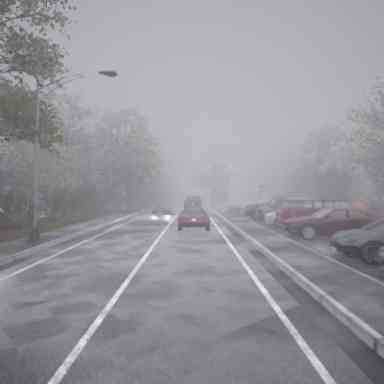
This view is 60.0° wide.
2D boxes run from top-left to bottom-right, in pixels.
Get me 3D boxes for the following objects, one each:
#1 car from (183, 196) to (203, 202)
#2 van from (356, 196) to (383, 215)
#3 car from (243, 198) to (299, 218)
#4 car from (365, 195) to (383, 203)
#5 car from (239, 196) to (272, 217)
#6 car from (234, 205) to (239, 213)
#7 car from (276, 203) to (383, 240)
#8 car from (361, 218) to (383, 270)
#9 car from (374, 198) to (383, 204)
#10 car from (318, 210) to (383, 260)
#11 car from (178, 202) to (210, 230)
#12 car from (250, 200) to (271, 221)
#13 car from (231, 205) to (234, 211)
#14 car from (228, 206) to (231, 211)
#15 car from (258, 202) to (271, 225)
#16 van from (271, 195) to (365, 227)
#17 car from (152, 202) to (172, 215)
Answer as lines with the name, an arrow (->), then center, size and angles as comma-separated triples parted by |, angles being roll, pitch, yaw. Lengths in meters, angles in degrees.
car -> 0.128, 1.457, 40.550 | 2.150, 2.045, 5.566 | 0, -1, 0
van -> 20.304, 1.397, 35.801 | 4.442, 1.987, 1.878 | 0, -1, 0
car -> 7.131, 1.446, 30.371 | 4.553, 1.767, 2.185 | 0, 0, 0
car -> 20.210, 1.339, 32.910 | 5.566, 2.045, 2.435 | 0, -1, 0
car -> 7.068, 1.303, 27.600 | 5.566, 2.045, 2.435 | 0, 0, 0
car -> 7.110, 1.593, 33.147 | 5.008, 1.535, 2.097 | 0, 0, 0
car -> 7.088, 1.497, 16.494 | 5.008, 1.535, 2.097 | 0, 0, 0
car -> 7.074, 1.494, 8.165 | 4.674, 1.452, 2.002 | 0, 0, 0
car -> 19.994, 1.567, 30.140 | 5.366, 1.575, 1.946 | 0, 0, 0
car -> 7.045, 1.498, 10.943 | 4.792, 1.488, 2.163 | 0, 0, 0
car -> 0.112, 1.599, 21.351 | 1.994, 1.385, 4.181 | 0, 0, 0
car -> 7.122, 1.570, 24.822 | 4.792, 1.488, 2.163 | 0, 0, 0
car -> 7.112, 1.624, 35.919 | 4.892, 1.521, 2.231 | 0, -1, 0
car -> 6.925, 1.658, 38.687 | 5.366, 1.575, 1.946 | 0, -1, 0
car -> 7.092, 1.566, 22.046 | 4.674, 1.452, 2.002 | 0, 0, 0
van -> 7.202, 1.286, 19.271 | 4.442, 1.987, 1.878 | 0, 0, 0
car -> -3.322, 1.778, 36.912 | 1.895, 1.301, 4.718 | 0, -1, 0
